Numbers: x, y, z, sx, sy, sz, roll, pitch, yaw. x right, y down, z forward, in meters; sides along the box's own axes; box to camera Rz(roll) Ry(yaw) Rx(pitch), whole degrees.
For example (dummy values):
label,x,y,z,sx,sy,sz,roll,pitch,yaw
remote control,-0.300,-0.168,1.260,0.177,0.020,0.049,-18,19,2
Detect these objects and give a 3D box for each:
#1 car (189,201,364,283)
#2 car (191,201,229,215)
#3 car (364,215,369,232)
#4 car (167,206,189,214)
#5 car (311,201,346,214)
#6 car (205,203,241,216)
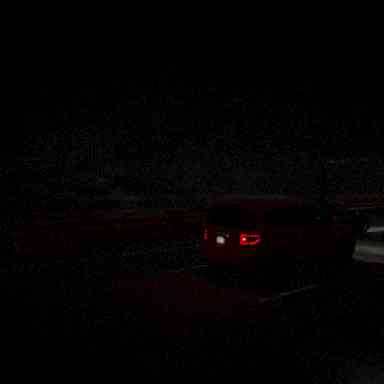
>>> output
label,x,y,z,sx,sy,sz,roll,pitch,yaw
car,2.840,1.330,10.265,5.566,2.045,2.150,0,0,-38
car,2.344,1.968,42.676,5.008,1.535,1.882,0,-1,-42
car,8.642,1.531,19.730,4.553,1.767,2.097,0,-1,-42
car,-0.090,1.970,31.016,4.718,1.301,1.895,0,-1,-42
car,17.326,1.878,42.161,4.902,1.511,2.128,0,-1,-42
car,3.704,2.005,39.193,4.181,1.385,1.994,0,-1,-42
